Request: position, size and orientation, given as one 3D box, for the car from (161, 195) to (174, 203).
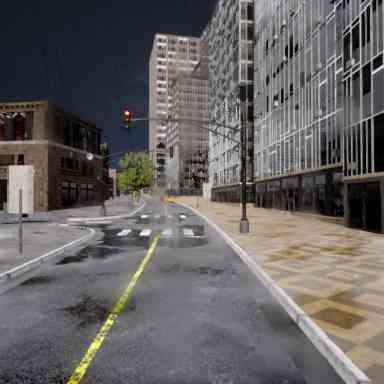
[{"bbox_3d":[-4.831,1.465,68.178,1.882,1.535,5.008,0,0,-8],"label":"car"}]
